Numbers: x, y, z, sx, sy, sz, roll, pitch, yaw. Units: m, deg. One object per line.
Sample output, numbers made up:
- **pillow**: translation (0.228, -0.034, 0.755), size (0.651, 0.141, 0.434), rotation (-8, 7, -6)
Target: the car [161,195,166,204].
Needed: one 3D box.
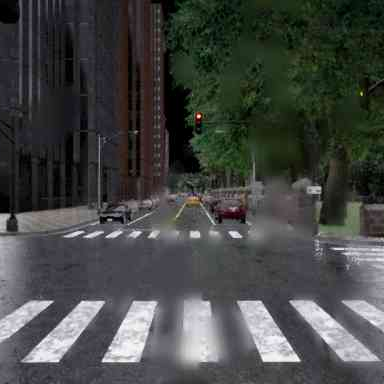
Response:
- **car**: translation (-5.609, 1.623, 52.547), size (1.802, 1.307, 4.206), rotation (0, 0, 0)

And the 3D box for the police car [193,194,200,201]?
- **police car**: translation (1.171, 1.522, 92.018), size (1.930, 1.638, 5.238), rotation (0, 0, 0)

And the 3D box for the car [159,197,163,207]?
- **car**: translation (-5.625, 1.617, 47.090), size (1.802, 1.307, 4.206), rotation (0, 0, 0)

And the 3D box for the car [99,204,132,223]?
- **car**: translation (-5.689, 1.577, 25.262), size (1.947, 1.339, 4.313), rotation (0, 0, 0)

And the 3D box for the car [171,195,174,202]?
- **car**: translation (-5.560, 1.375, 68.919), size (2.192, 1.841, 5.009), rotation (0, 0, 0)

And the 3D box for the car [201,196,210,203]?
- **car**: translation (2.981, 1.593, 74.524), size (1.752, 1.417, 4.829), rotation (0, 0, 0)

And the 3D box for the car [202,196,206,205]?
- **car**: translation (2.900, 1.586, 47.072), size (2.008, 1.369, 4.403), rotation (0, 0, 0)

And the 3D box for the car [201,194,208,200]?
- **car**: translation (2.917, 1.481, 52.529), size (1.967, 1.590, 4.097), rotation (0, 0, 0)

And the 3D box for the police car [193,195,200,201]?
- **police car**: translation (1.135, 1.512, 86.018), size (1.930, 1.638, 5.238), rotation (0, 0, 0)

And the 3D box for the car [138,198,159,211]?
- **car**: translation (-5.641, 1.580, 41.633), size (2.008, 1.369, 4.403), rotation (0, 0, 0)

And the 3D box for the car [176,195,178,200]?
- **car**: translation (-5.496, 1.534, 90.747), size (1.967, 1.590, 4.097), rotation (0, 0, 0)

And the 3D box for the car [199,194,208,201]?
- **car**: translation (3.013, 1.400, 85.268), size (2.192, 1.841, 5.009), rotation (0, 0, 0)

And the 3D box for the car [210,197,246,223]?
- **car**: translation (2.836, 1.326, 25.247), size (2.192, 1.841, 5.009), rotation (0, 0, 0)

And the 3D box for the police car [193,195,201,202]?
- **police car**: translation (1.123, 1.496, 76.018), size (1.930, 1.638, 5.238), rotation (0, 0, 0)

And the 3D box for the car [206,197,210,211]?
- **car**: translation (2.868, 1.588, 36.159), size (1.947, 1.339, 4.313), rotation (0, 0, 0)

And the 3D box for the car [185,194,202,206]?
- **car**: translation (0.212, 1.522, 55.280), size (1.882, 1.535, 5.008), rotation (0, 0, 0)

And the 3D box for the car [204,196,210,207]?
- **car**: translation (2.884, 1.579, 41.615), size (2.008, 1.369, 4.403), rotation (0, 0, 0)

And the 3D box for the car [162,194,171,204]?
- **car**: translation (-5.576, 1.636, 63.462), size (1.802, 1.307, 4.206), rotation (0, 0, 0)

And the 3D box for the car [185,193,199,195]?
- **car**: translation (0.192, 1.277, 65.406), size (2.150, 2.045, 5.566), rotation (0, 0, 0)

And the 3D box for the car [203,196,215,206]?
- **car**: translation (2.933, 1.487, 57.985), size (1.967, 1.590, 4.097), rotation (0, 0, 0)
